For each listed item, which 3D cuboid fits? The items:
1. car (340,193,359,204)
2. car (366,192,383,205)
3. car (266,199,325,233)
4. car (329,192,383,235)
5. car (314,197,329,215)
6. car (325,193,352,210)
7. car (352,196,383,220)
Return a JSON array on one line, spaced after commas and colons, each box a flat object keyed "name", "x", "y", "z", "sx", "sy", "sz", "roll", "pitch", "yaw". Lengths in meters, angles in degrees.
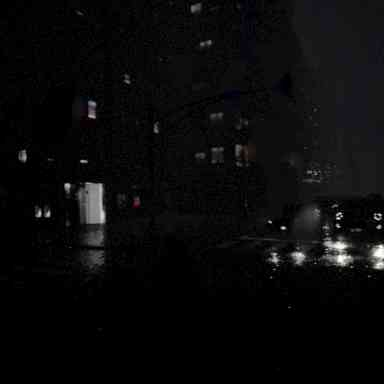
[{"name": "car", "x": 22.283, "y": 0.866, "z": 46.844, "sx": 1.994, "sy": 1.385, "sz": 4.181, "roll": -1, "pitch": 0, "yaw": 31}, {"name": "car", "x": 23.278, "y": 0.764, "z": 42.116, "sx": 1.882, "sy": 1.535, "sz": 5.008, "roll": -1, "pitch": 0, "yaw": 30}, {"name": "car", "x": 5.761, "y": 1.330, "z": 18.508, "sx": 2.033, "sy": 1.411, "sz": 5.357, "roll": -1, "pitch": 0, "yaw": 30}, {"name": "car", "x": 8.482, "y": 1.069, "z": 16.726, "sx": 2.097, "sy": 1.767, "sz": 4.553, "roll": -1, "pitch": 0, "yaw": 30}, {"name": "car", "x": 10.583, "y": 1.132, "z": 26.817, "sx": 2.128, "sy": 1.511, "sz": 4.902, "roll": -1, "pitch": 0, "yaw": 30}, {"name": "car", "x": 15.781, "y": 0.981, "z": 35.759, "sx": 2.128, "sy": 1.511, "sz": 4.902, "roll": -1, "pitch": 0, "yaw": 30}, {"name": "car", "x": 12.999, "y": 1.110, "z": 24.496, "sx": 1.812, "sy": 1.442, "sz": 4.674, "roll": -1, "pitch": 0, "yaw": 30}]
